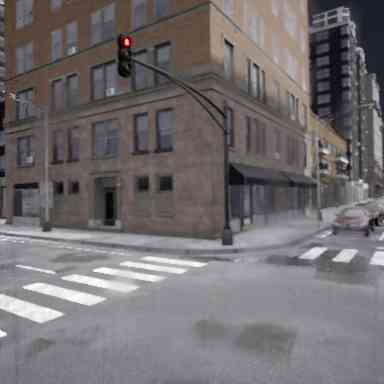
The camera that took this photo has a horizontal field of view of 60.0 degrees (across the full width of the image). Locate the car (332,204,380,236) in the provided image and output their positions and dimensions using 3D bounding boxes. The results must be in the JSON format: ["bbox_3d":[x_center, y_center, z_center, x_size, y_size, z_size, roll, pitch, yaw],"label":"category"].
[{"bbox_3d":[8.660,1.508,17.744,1.802,1.307,4.206,-1,0,33],"label":"car"}]

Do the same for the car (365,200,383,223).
[{"bbox_3d":[11.702,1.456,22.362,1.947,1.339,4.313,-1,0,33],"label":"car"}]

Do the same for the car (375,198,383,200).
[{"bbox_3d":[14.744,1.404,26.979,2.008,1.369,4.403,-1,0,33],"label":"car"}]
